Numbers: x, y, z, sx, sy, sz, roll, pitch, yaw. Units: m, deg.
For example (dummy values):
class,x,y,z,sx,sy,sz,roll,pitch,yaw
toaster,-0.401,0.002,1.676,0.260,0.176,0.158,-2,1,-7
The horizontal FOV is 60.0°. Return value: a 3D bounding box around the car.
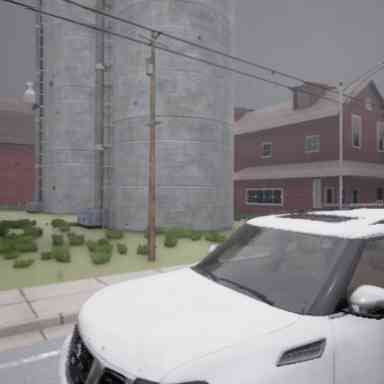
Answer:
class,x,y,z,sx,sy,sz,roll,pitch,yaw
car,1.504,1.245,3.720,5.566,2.045,2.150,0,0,-27
